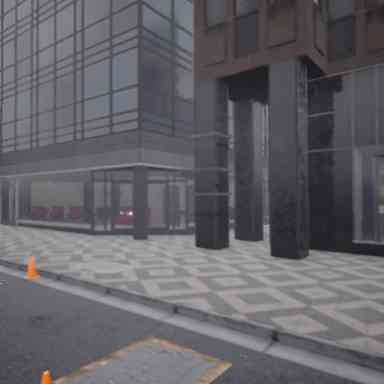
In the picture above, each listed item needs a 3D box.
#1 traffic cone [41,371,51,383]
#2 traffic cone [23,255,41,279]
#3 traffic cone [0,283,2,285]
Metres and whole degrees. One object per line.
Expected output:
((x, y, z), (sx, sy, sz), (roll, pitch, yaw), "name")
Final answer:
((-1.377, 1.987, 3.128), (0.340, 0.580, 0.340), (0, -1, 37), "traffic cone")
((-4.385, 2.041, 9.126), (0.340, 0.580, 0.340), (0, -1, 37), "traffic cone")
((-4.985, 2.027, 8.323), (0.340, 0.580, 0.340), (0, -1, 37), "traffic cone")
